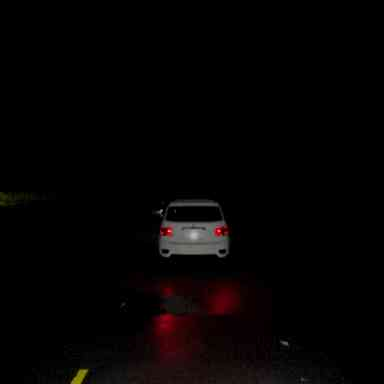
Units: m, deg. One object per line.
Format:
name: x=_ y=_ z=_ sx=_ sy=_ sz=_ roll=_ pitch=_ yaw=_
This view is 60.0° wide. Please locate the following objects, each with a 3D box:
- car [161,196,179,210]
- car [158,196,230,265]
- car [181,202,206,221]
car: x=-2.795 y=1.375 z=43.589 sx=2.097 sy=1.767 sz=4.553 roll=0 pitch=0 yaw=0
car: x=0.074 y=1.250 z=11.887 sx=2.150 sy=2.045 sz=5.566 roll=0 pitch=0 yaw=0
car: x=0.103 y=1.597 z=28.417 sx=1.994 sy=1.385 sz=4.181 roll=0 pitch=0 yaw=0
